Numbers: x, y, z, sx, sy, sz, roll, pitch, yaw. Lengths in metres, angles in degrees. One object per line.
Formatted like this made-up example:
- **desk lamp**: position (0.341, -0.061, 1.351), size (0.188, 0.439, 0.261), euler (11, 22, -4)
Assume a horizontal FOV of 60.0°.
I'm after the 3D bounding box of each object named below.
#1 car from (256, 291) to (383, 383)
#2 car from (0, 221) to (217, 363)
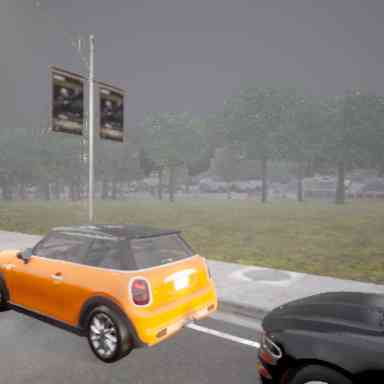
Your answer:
- **car**: position (2.975, 1.481, 2.634), size (5.008, 1.535, 1.882), euler (0, 0, 36)
- **car**: position (-1.879, 1.345, 6.109), size (4.553, 1.767, 2.097), euler (0, 0, 36)
